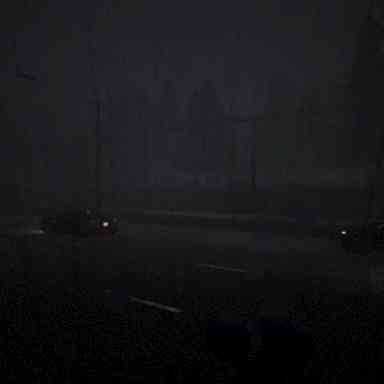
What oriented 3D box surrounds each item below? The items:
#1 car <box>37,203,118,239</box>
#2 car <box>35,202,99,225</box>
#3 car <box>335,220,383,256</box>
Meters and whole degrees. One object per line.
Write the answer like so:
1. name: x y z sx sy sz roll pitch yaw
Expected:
1. car: -5.644 1.456 16.619 4.181 1.385 1.994 1 0 36
2. car: -8.754 1.445 23.137 4.718 1.301 1.895 1 0 36
3. car: 7.616 1.489 11.456 4.902 1.511 2.128 0 0 36
